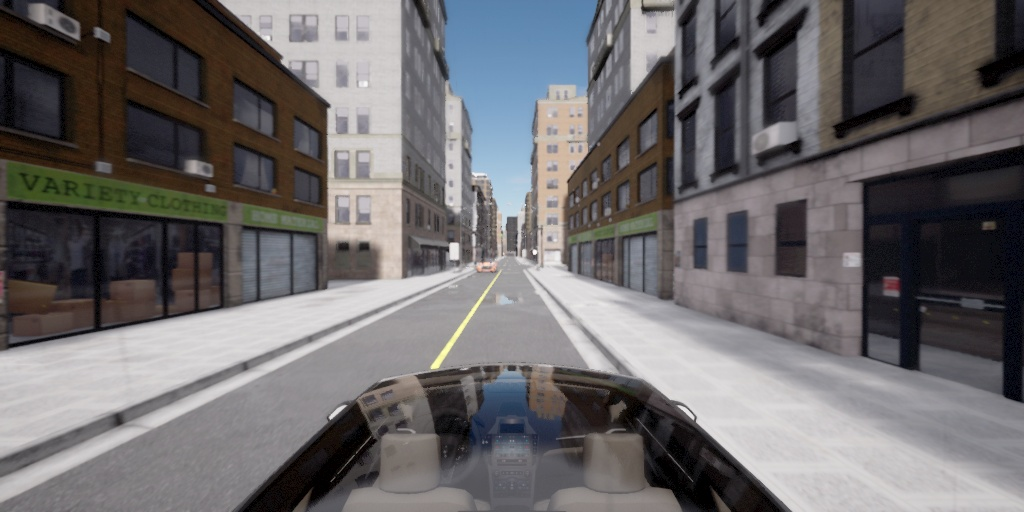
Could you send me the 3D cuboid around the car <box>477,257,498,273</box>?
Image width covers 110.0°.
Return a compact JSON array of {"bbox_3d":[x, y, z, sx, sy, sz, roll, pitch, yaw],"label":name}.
[{"bbox_3d":[-2.768,0.966,41.106,2.097,1.767,4.553,0,0,0],"label":"car"}]
